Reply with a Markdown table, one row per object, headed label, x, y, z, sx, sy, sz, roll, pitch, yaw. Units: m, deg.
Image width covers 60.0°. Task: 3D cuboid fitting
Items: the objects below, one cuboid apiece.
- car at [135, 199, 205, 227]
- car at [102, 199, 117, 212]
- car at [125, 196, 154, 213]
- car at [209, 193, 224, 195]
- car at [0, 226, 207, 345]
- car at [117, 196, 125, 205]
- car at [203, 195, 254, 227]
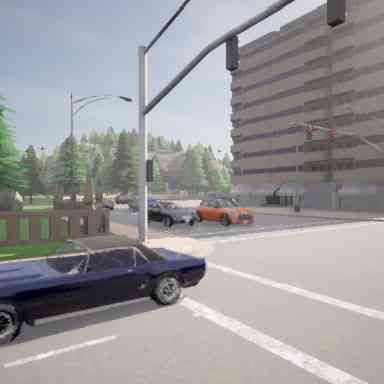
| label | x | y | z | sx | sy | sz | roll | pitch | yaw |
| --- | --- | --- | --- | --- | --- | --- | --- | --- | --- |
| car | -1.607 | 1.436 | 21.932 | 2.128 | 1.511 | 4.902 | 0 | 0 | -33 |
| car | -10.057 | 1.492 | 38.431 | 2.033 | 1.411 | 5.357 | 0 | 0 | -14 |
| car | -5.914 | 1.448 | 36.871 | 1.837 | 1.490 | 4.892 | 0 | 1 | -19 |
| car | 5.712 | 1.170 | 71.210 | 2.150 | 2.045 | 5.566 | 0 | 0 | 40 |
| car | -2.082 | 1.601 | 6.462 | 4.718 | 1.301 | 1.895 | 0 | 0 | -36 |
| car | -11.430 | 1.422 | 56.311 | 1.882 | 1.535 | 5.008 | 0 | 0 | 8 |
| car | 2.121 | 1.297 | 22.650 | 2.097 | 1.767 | 4.553 | 0 | 0 | -34 |
